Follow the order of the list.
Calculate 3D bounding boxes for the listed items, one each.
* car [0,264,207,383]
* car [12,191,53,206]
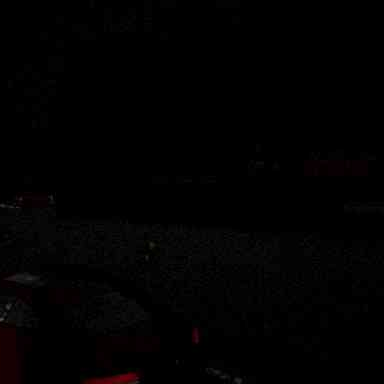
[{"bbox_3d":[-1.791,1.582,4.077,4.206,1.307,1.802,0,1,36],"label":"car"},{"bbox_3d":[-19.796,0.775,41.361,2.097,1.767,4.553,1,2,35],"label":"car"}]
